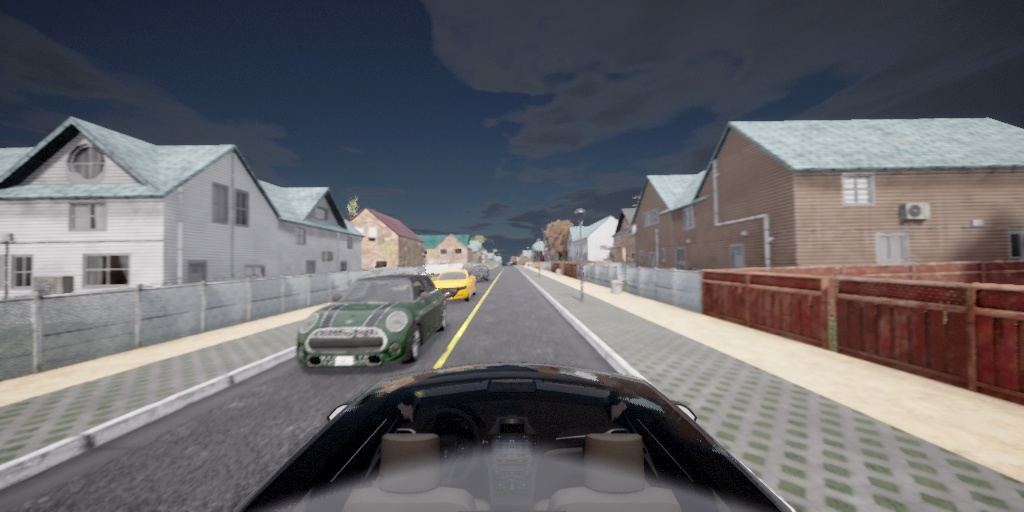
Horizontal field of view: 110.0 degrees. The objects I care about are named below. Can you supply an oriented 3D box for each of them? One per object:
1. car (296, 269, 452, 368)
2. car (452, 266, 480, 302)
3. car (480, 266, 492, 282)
[{"bbox_3d":[-2.892,1.216,8.370,2.097,1.767,4.553,-1,-1,0],"label":"car"},{"bbox_3d":[-2.967,1.450,18.829,1.882,1.535,5.008,-1,-1,0],"label":"car"},{"bbox_3d":[-2.990,1.695,34.143,1.837,1.490,4.892,-1,-1,0],"label":"car"}]
